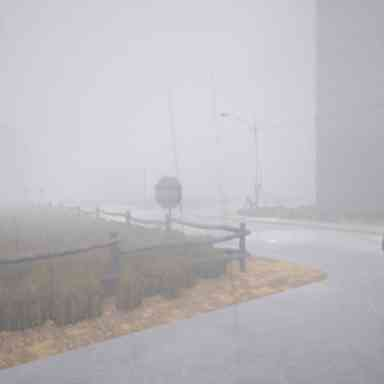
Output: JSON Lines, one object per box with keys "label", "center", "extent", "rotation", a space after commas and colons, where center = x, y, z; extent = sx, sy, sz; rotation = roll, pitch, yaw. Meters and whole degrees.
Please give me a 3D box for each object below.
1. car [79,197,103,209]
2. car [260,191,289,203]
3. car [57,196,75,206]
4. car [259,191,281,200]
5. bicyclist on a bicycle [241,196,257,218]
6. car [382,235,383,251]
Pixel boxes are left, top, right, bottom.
{"label": "car", "center": [-12.933, 1.353, 42.353], "extent": [1.882, 1.535, 5.008], "rotation": [-1, 0, -35]}
{"label": "car", "center": [13.653, 1.099, 54.727], "extent": [2.242, 1.667, 4.611], "rotation": [-1, 0, -36]}
{"label": "car", "center": [-19.303, 1.402, 51.106], "extent": [1.812, 1.442, 4.674], "rotation": [-1, 1, -36]}
{"label": "car", "center": [17.147, 0.805, 73.697], "extent": [1.932, 1.855, 4.605], "rotation": [-1, 0, -36]}
{"label": "bicyclist on a bicycle", "center": [4.273, 1.141, 24.947], "extent": [1.656, 1.620, 0.582], "rotation": [-1, 1, -36]}
{"label": "car", "center": [7.508, 1.251, 9.344], "extent": [2.097, 1.767, 4.553], "rotation": [-1, 0, -2]}
